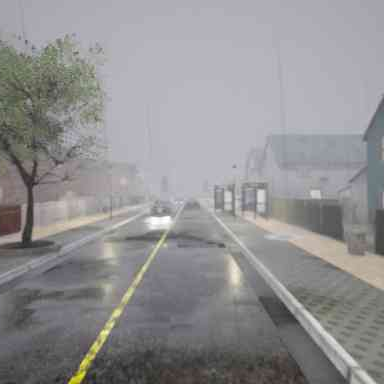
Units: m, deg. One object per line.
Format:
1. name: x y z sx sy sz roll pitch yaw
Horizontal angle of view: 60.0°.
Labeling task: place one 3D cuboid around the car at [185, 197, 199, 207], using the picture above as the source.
1. car: 0.010 1.461 50.446 2.033 1.411 5.357 0 0 0

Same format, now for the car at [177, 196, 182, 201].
1. car: -2.736 1.469 72.602 1.994 1.385 4.181 0 0 0

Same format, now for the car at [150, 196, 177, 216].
1. car: -2.838 1.402 31.914 2.128 1.511 4.902 0 0 0

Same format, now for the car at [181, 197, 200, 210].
1. car: 0.030 1.469 41.233 1.994 1.385 4.181 0 0 0
